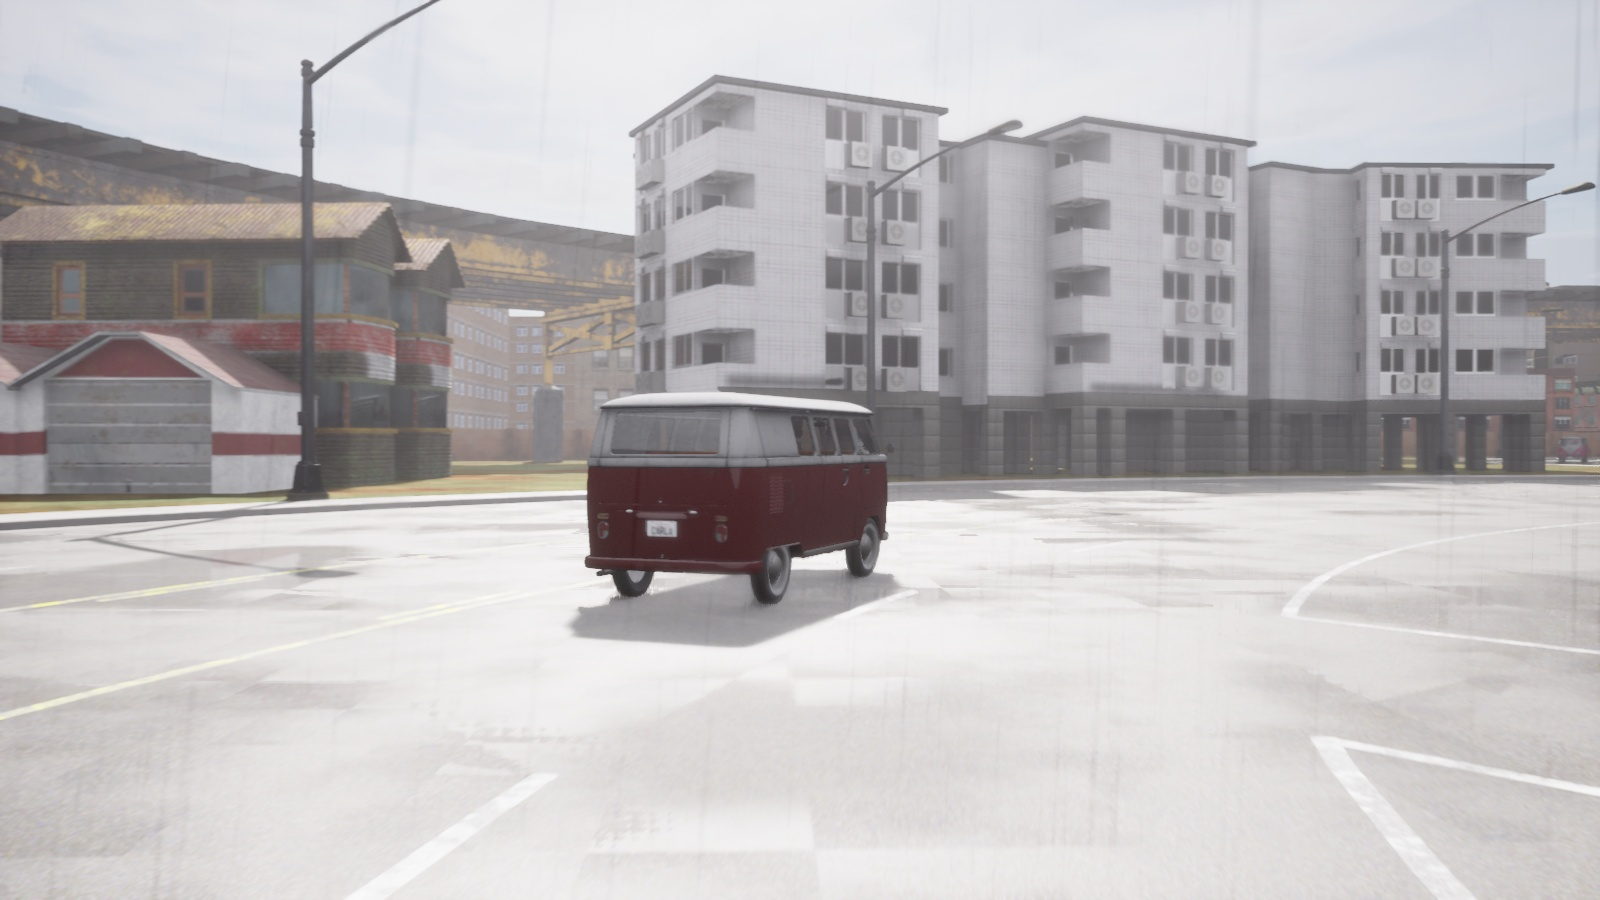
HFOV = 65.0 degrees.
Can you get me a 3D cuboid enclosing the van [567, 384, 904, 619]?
[{"bbox_3d":[-0.439,0.425,13.045,1.775,1.987,4.442,0,0,22],"label":"van"}]
